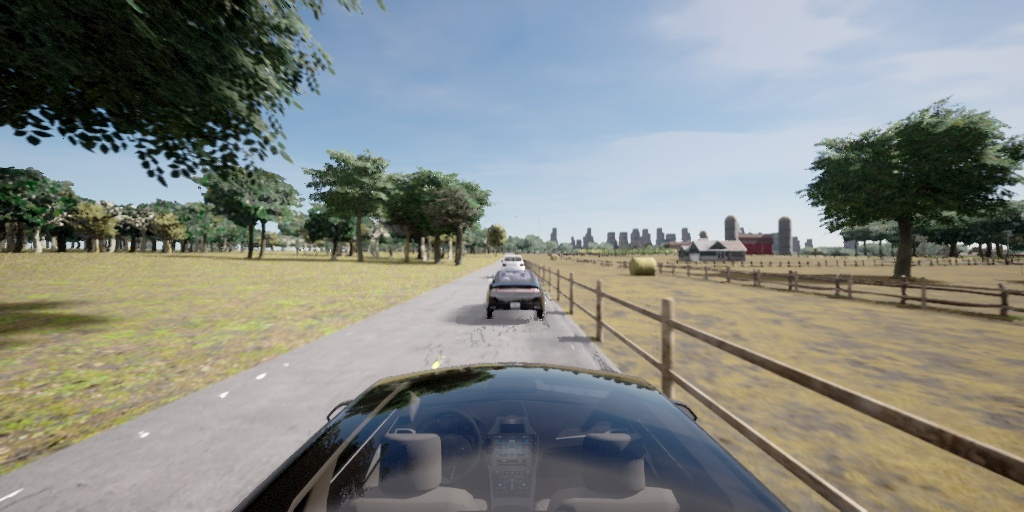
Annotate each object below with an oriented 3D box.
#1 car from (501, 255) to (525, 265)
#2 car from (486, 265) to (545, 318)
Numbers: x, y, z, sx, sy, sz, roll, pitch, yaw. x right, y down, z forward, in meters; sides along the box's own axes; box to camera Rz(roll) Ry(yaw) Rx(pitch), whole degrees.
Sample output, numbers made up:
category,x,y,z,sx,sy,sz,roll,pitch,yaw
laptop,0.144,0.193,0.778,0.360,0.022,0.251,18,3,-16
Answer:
category,x,y,z,sx,sy,sz,roll,pitch,yaw
car,0.097,0.965,34.823,2.150,2.045,5.566,0,0,0
car,0.098,1.235,12.930,2.128,1.511,4.902,0,0,0
